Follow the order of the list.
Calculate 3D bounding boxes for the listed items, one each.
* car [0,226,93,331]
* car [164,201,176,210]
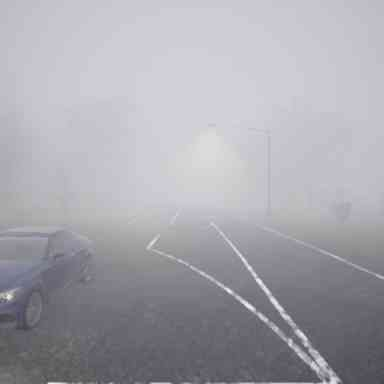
[{"bbox_3d":[-3.475,1.516,7.015,1.812,1.442,4.674,1,1,0],"label":"car"},{"bbox_3d":[-3.738,2.220,56.529,1.882,1.535,5.008,0,-1,-1],"label":"car"}]
